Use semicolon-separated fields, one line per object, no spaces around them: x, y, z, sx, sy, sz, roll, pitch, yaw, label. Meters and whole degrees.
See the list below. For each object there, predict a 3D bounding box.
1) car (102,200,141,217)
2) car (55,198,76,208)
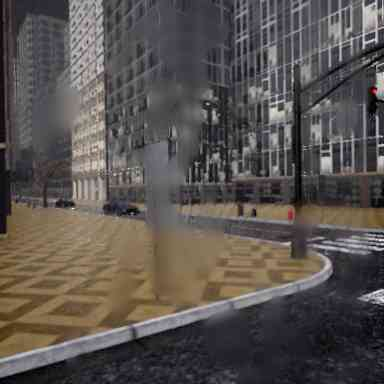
-6.779;1.502;31.394;2.033;1.411;5.357;-1;1;-35;car
-18.165;1.551;47.660;1.994;1.385;4.181;-1;1;-35;car
